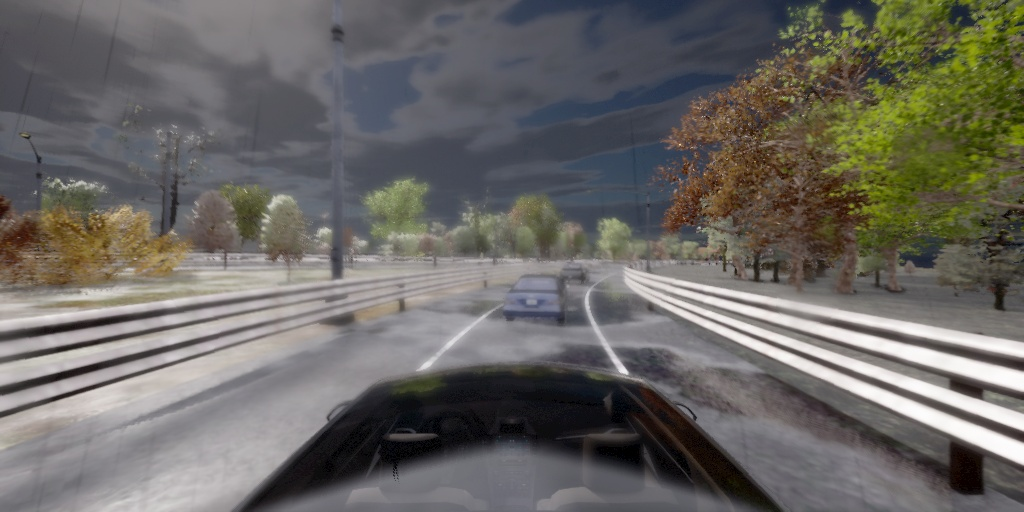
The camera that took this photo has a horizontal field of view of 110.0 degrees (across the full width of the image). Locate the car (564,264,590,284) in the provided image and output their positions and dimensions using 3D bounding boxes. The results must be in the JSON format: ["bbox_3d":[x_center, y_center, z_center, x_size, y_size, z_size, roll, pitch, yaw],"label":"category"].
[{"bbox_3d":[5.053,1.343,28.510,2.128,1.511,4.902,0,0,19],"label":"car"}]

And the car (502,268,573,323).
[{"bbox_3d":[0.950,1.312,12.211,2.033,1.411,5.357,0,0,10],"label":"car"}]
